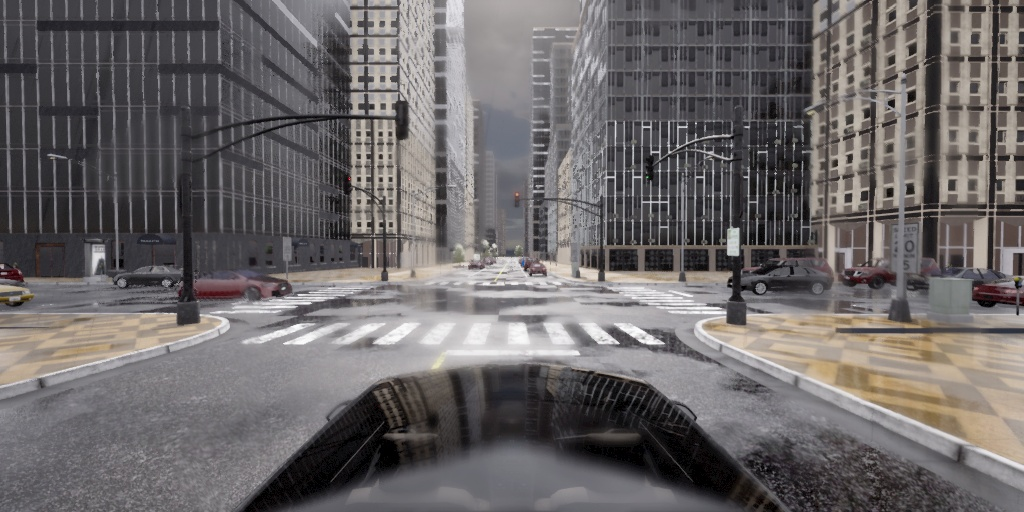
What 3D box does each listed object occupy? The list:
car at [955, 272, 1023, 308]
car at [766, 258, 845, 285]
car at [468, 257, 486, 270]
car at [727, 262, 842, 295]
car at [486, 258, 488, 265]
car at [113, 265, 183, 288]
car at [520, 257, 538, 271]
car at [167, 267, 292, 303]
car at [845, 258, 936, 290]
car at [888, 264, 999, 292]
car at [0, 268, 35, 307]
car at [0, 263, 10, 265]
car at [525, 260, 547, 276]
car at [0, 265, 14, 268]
[{"bbox_3d":[20.191,1.417,13.650,4.207,1.307,1.802,0,0,0],"label":"car"},{"bbox_3d":[16.579,1.023,21.783,5.009,1.841,2.192,0,0,0],"label":"car"},{"bbox_3d":[-5.270,1.168,52.486,1.967,1.591,4.097,0,0,0],"label":"car"},{"bbox_3d":[14.188,1.249,19.162,4.892,1.490,1.837,0,1,1],"label":"car"},{"bbox_3d":[-5.265,1.306,58.011,1.802,1.307,4.207,0,0,0],"label":"car"},{"bbox_3d":[-21.431,1.204,21.731,4.403,1.370,2.007,0,0,0],"label":"car"},{"bbox_3d":[2.593,1.046,46.979,2.192,1.841,5.009,0,0,0],"label":"car"},{"bbox_3d":[-12.514,1.311,16.367,4.181,1.385,1.994,0,1,-3],"label":"car"},{"bbox_3d":[22.911,1.032,21.792,5.009,1.841,2.192,0,0,0],"label":"car"},{"bbox_3d":[24.012,1.305,19.191,5.357,1.411,2.033,0,1,0],"label":"car"},{"bbox_3d":[-21.250,1.301,13.592,4.829,1.417,1.751,0,0,0],"label":"car"},{"bbox_3d":[-32.547,1.078,21.644,4.097,1.591,1.967,0,0,0],"label":"car"},{"bbox_3d":[2.563,1.318,35.930,1.802,1.307,4.207,0,0,0],"label":"car"},{"bbox_3d":[-25.639,1.278,16.171,5.357,1.411,2.033,0,1,0],"label":"car"}]
